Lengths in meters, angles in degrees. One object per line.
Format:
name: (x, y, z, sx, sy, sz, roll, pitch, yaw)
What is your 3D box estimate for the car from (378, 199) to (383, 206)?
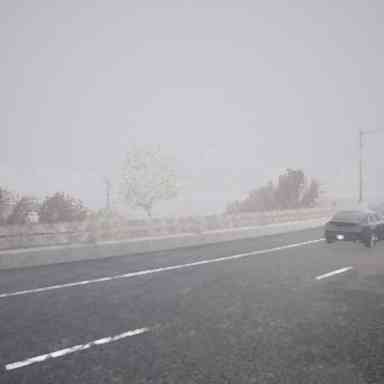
car: (34.897, 1.923, 59.582, 1.994, 1.385, 4.181, 0, 0, 17)

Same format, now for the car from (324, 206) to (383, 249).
car: (7.809, 1.597, 15.312, 4.892, 1.490, 1.837, 0, 0, -44)
